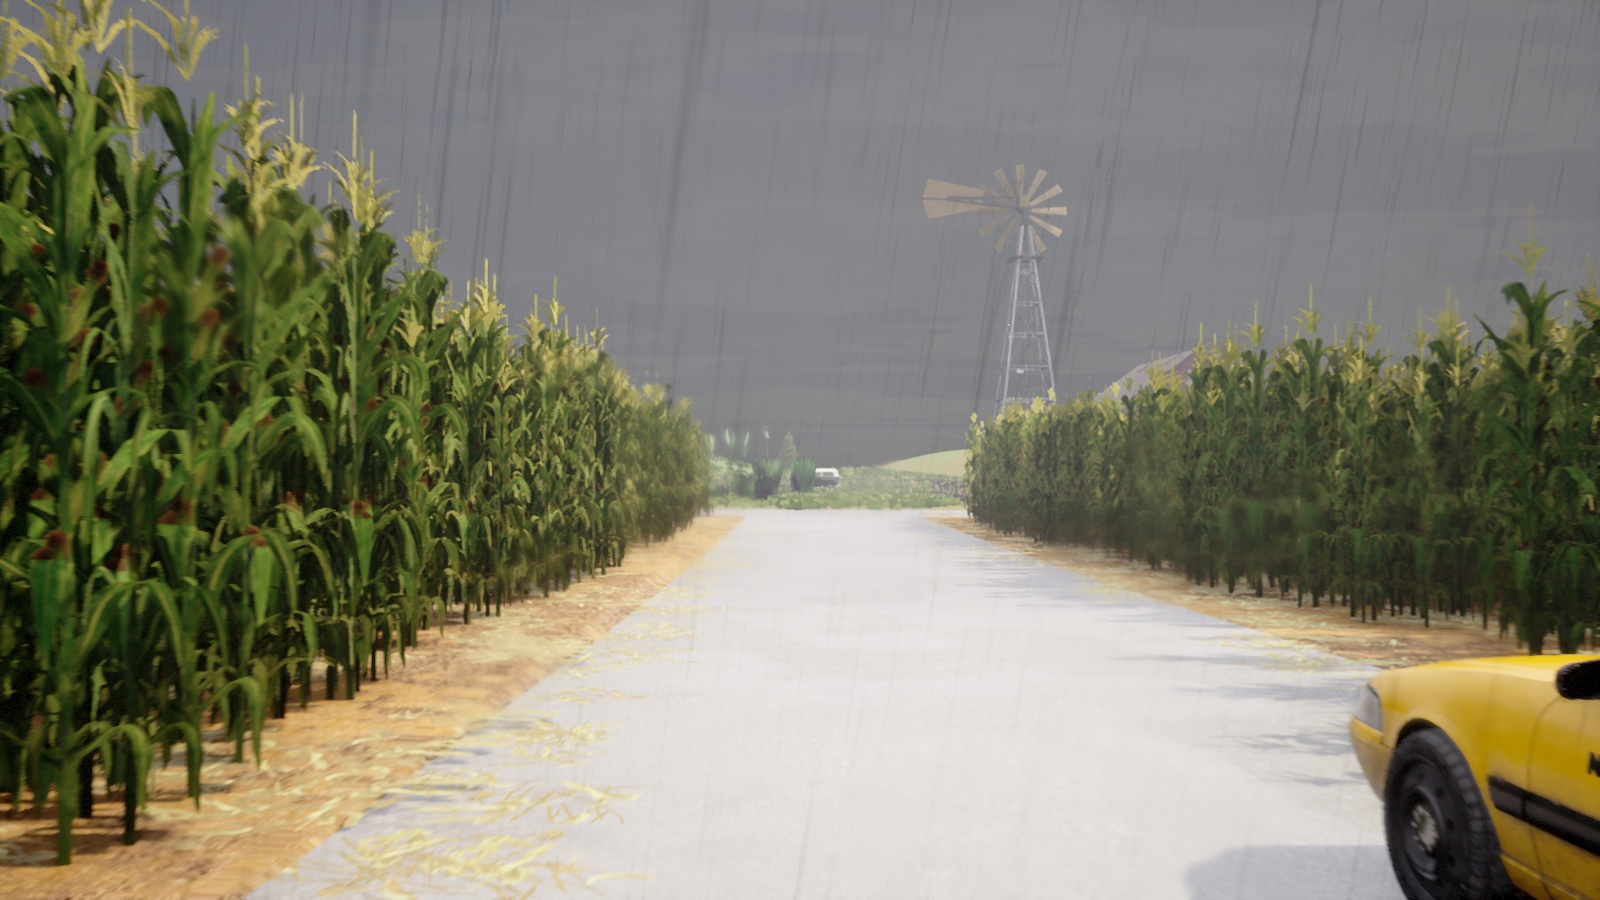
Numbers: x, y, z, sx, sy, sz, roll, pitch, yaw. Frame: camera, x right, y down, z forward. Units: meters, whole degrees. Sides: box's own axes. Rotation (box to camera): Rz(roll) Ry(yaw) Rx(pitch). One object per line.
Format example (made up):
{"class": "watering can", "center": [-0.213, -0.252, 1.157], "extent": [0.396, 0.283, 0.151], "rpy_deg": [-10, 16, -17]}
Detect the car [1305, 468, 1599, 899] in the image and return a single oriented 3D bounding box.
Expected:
{"class": "car", "center": [3.093, 0.812, 2.726], "extent": [1.801, 1.575, 5.366], "rpy_deg": [0, -2, 0]}
